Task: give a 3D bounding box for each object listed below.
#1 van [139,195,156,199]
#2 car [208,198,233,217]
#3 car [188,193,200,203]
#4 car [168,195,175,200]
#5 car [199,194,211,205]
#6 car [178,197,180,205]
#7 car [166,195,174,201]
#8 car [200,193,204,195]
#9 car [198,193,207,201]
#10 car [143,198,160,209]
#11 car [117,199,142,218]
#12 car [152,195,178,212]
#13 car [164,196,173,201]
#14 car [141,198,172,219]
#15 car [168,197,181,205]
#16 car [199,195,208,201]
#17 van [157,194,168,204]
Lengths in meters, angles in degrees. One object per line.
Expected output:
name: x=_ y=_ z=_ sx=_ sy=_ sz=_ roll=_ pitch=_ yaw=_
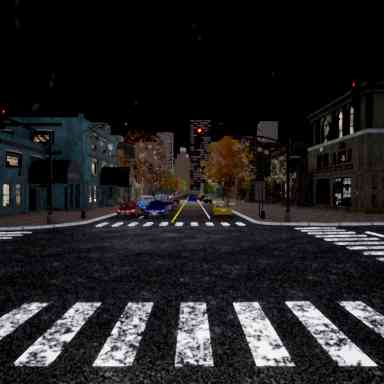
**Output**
van: x=-5.669 y=1.333 z=41.441 sx=1.690 sy=1.788 sz=3.998 roll=0 pitch=0 yaw=0
car: x=2.706 y=1.520 z=30.513 sx=1.752 sy=1.417 sz=4.829 roll=-1 pitch=0 yaw=0
car: x=0.109 y=1.463 z=70.776 sx=1.882 sy=1.535 sz=5.008 roll=0 pitch=0 yaw=0
car: x=-5.639 y=1.561 z=91.358 sx=1.802 sy=1.307 sz=4.206 roll=0 pitch=0 yaw=0
car: x=2.723 y=1.539 z=58.075 sx=2.008 sy=1.369 sz=4.403 roll=-1 pitch=0 yaw=0
car: x=-3.064 y=1.554 z=47.925 sx=1.994 sy=1.385 sz=4.181 roll=0 pitch=0 yaw=0
car: x=-5.642 y=1.526 z=85.812 sx=1.887 sy=1.381 sz=4.507 roll=0 pitch=0 yaw=0
car: x=2.732 y=1.550 z=74.714 sx=1.947 sy=1.339 sz=4.313 roll=-1 pitch=0 yaw=0
car: x=2.737 y=1.296 z=85.807 sx=2.192 sy=1.841 sz=5.009 roll=-1 pitch=0 yaw=0
car: x=-5.665 y=1.535 z=46.988 sx=1.887 sy=1.381 sz=4.507 roll=0 pitch=0 yaw=0
car: x=-5.674 y=1.576 z=30.348 sx=1.802 sy=1.307 sz=4.206 roll=0 pitch=0 yaw=0
car: x=-3.076 y=1.484 z=38.801 sx=2.128 sy=1.511 sz=4.902 roll=0 pitch=0 yaw=0
car: x=-5.645 y=1.548 z=80.265 sx=1.947 sy=1.339 sz=4.313 roll=0 pitch=0 yaw=0
car: x=-3.099 y=1.520 z=29.602 sx=1.812 sy=1.442 sz=4.674 roll=0 pitch=0 yaw=0
car: x=-3.029 y=1.589 z=58.035 sx=1.895 sy=1.301 sz=4.718 roll=0 pitch=0 yaw=0
car: x=2.736 y=1.527 z=80.260 sx=1.887 sy=1.381 sz=4.507 roll=-1 pitch=0 yaw=0
van: x=-5.656 y=1.328 z=63.626 sx=1.690 sy=1.788 sz=3.998 roll=0 pitch=0 yaw=0
